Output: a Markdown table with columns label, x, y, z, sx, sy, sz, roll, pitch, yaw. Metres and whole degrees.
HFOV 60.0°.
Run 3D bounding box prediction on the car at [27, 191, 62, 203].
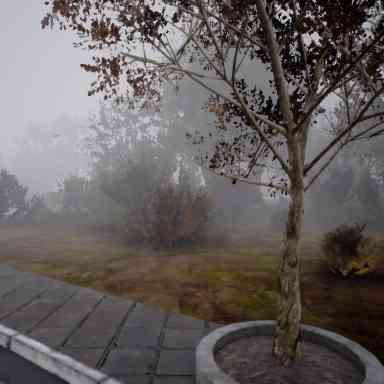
| label | x | y | z | sx | sy | sz | roll | pitch | yaw |
| --- | --- | --- | --- | --- | --- | --- | --- | --- | --- |
| car | -18.335 | 0.941 | 41.832 | 2.150 | 2.045 | 5.566 | 1 | 0 | 32 |
